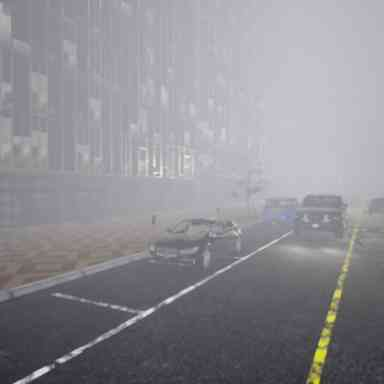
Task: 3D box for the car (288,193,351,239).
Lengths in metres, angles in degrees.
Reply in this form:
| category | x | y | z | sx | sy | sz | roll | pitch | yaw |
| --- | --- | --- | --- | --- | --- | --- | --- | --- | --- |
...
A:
| category | x | y | z | sx | sy | sz | roll | pitch | yaw |
| --- | --- | --- | --- | --- | --- | --- | --- | --- | --- |
| car | 6.740 | 1.115 | 17.167 | 2.150 | 2.045 | 5.566 | 0 | 0 | 28 |

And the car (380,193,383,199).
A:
| category | x | y | z | sx | sy | sz | roll | pitch | yaw |
| --- | --- | --- | --- | --- | --- | --- | --- | --- | --- |
| car | 44.978 | 0.958 | 77.334 | 1.947 | 1.339 | 4.313 | 0 | 1 | 28 |

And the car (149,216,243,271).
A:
| category | x | y | z | sx | sy | sz | roll | pitch | yaw |
| --- | --- | --- | --- | --- | --- | --- | --- | --- | --- |
| car | 0.331 | 1.490 | 10.798 | 2.008 | 1.369 | 4.403 | 0 | 0 | 28 |

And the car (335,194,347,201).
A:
| category | x | y | z | sx | sy | sz | roll | pitch | yaw |
| --- | --- | --- | --- | --- | --- | --- | --- | --- | --- |
| car | 29.593 | 1.058 | 66.159 | 1.887 | 1.381 | 4.507 | 0 | 1 | 28 |

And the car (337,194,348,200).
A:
| category | x | y | z | sx | sy | sz | roll | pitch | yaw |
| --- | --- | --- | --- | --- | --- | --- | --- | --- | --- |
| car | 32.253 | 1.050 | 71.193 | 1.802 | 1.307 | 4.206 | 0 | 1 | 28 |

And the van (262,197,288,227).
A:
| category | x | y | z | sx | sy | sz | roll | pitch | yaw |
| --- | --- | --- | --- | --- | --- | --- | --- | --- | --- |
| van | 5.651 | 1.213 | 20.862 | 1.690 | 1.788 | 3.998 | 0 | 0 | 28 |

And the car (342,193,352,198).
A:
| category | x | y | z | sx | sy | sz | roll | pitch | yaw |
| --- | --- | --- | --- | --- | --- | --- | --- | --- | --- |
| car | 40.233 | 0.898 | 86.290 | 1.947 | 1.339 | 4.313 | 0 | 1 | 28 |

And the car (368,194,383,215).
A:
| category | x | y | z | sx | sy | sz | roll | pitch | yaw |
| --- | --- | --- | --- | --- | --- | --- | --- | --- | --- |
| car | 17.333 | 1.266 | 30.580 | 1.882 | 1.535 | 5.008 | 0 | 0 | 28 |

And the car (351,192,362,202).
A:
| category | x | y | z | sx | sy | sz | roll | pitch | yaw |
| --- | --- | --- | --- | --- | --- | --- | --- | --- | --- |
| car | 30.693 | 0.893 | 62.487 | 2.097 | 1.767 | 4.553 | 0 | 0 | 28 |

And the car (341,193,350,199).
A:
| category | x | y | z | sx | sy | sz | roll | pitch | yaw |
| --- | --- | --- | --- | --- | --- | --- | --- | --- | --- |
| car | 37.573 | 0.923 | 81.257 | 1.887 | 1.381 | 4.507 | 0 | 1 | 28 |
